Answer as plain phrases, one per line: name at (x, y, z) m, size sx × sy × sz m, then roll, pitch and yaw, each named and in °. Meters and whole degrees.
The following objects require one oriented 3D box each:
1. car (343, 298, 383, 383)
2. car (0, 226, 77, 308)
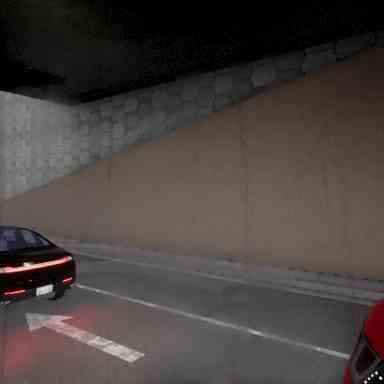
car at (3.644, 1.221, 1.345) m, size 5.566 × 2.045 × 2.150 m, roll 0°, pitch 0°, yaw 35°
car at (-4.533, 1.492, 7.202) m, size 4.902 × 1.511 × 2.128 m, roll 0°, pitch 0°, yaw 36°
